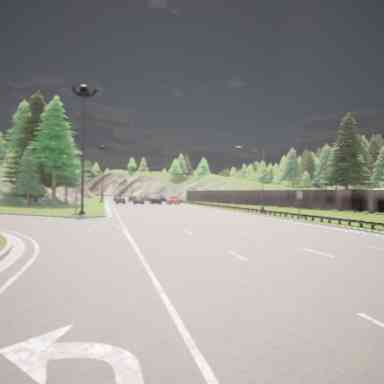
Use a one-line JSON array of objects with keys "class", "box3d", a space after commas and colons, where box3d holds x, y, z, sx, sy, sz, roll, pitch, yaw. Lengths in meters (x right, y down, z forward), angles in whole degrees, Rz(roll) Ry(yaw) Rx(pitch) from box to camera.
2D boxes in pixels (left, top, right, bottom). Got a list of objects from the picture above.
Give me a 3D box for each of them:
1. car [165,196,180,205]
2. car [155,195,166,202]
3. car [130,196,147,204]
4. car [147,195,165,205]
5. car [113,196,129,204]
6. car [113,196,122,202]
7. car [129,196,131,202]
[{"class": "car", "box3d": [-3.874, 1.684, 68.007, 2.097, 1.767, 4.553, 1, -1, -15]}, {"class": "car", "box3d": [-7.834, 1.619, 83.092, 2.097, 1.767, 4.553, 1, 0, -15]}, {"class": "car", "box3d": [-10.701, 1.762, 66.437, 1.994, 1.385, 4.181, 1, 0, -15]}, {"class": "car", "box3d": [-7.360, 1.744, 67.503, 1.882, 1.535, 5.008, 1, 0, -15]}, {"class": "car", "box3d": [-14.083, 1.621, 65.544, 2.128, 1.511, 4.902, 1, 0, -15]}, {"class": "car", "box3d": [-17.788, 1.585, 79.649, 1.994, 1.385, 4.181, 1, 0, -15]}, {"class": "car", "box3d": [-14.403, 1.626, 80.538, 2.128, 1.511, 4.902, 1, 0, -15]}]
